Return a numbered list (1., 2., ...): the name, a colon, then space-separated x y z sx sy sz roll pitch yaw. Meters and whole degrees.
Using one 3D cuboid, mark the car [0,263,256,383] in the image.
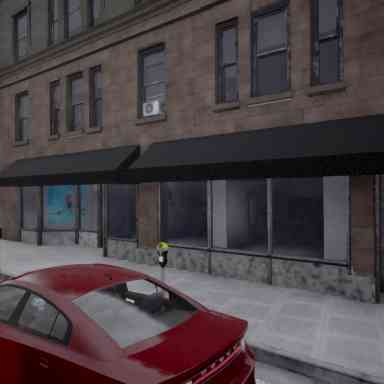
1. car: -1.501 1.545 3.919 4.507 1.381 1.887 0 0 35
